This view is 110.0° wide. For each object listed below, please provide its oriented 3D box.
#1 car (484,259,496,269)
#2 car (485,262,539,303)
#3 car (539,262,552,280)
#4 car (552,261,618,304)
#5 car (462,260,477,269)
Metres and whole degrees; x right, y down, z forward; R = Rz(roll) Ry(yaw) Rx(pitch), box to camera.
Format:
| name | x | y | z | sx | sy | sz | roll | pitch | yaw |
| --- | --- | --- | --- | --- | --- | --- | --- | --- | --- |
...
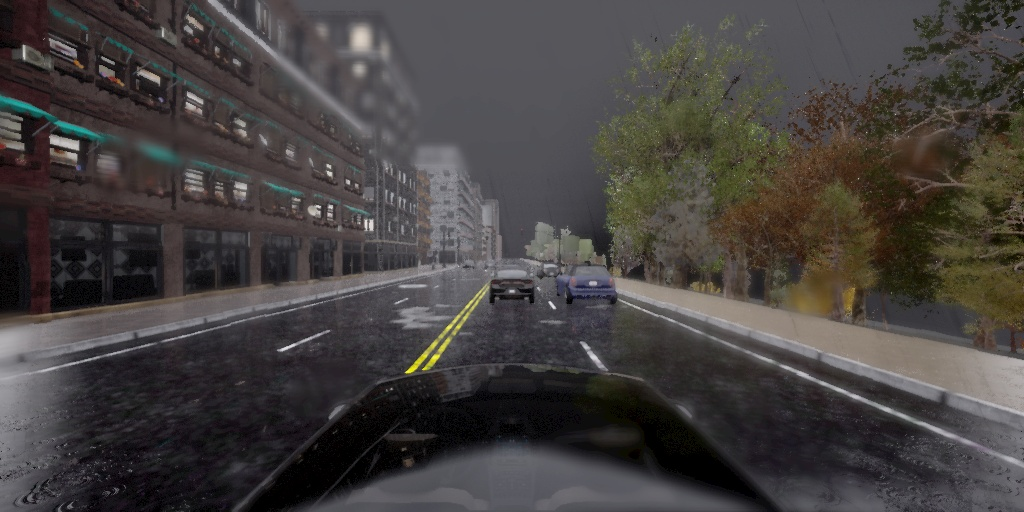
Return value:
| name | x | y | z | sx | sy | sz | roll | pitch | yaw |
| --- | --- | --- | --- | --- | --- | --- | --- | --- | --- |
| car | -3.250 | 1.283 | 55.501 | 2.128 | 1.511 | 4.902 | 0 | 0 | 0 |
| car | 0.000 | 1.232 | 16.500 | 1.882 | 1.535 | 5.008 | 0 | 0 | 0 |
| car | 3.250 | 1.283 | 31.500 | 1.812 | 1.442 | 4.674 | 0 | 0 | 0 |
| car | 3.250 | 1.114 | 16.470 | 2.097 | 1.767 | 4.553 | 0 | 0 | 0 |
| car | -6.500 | 1.323 | 55.501 | 1.837 | 1.490 | 4.892 | 0 | 0 | 0 |
